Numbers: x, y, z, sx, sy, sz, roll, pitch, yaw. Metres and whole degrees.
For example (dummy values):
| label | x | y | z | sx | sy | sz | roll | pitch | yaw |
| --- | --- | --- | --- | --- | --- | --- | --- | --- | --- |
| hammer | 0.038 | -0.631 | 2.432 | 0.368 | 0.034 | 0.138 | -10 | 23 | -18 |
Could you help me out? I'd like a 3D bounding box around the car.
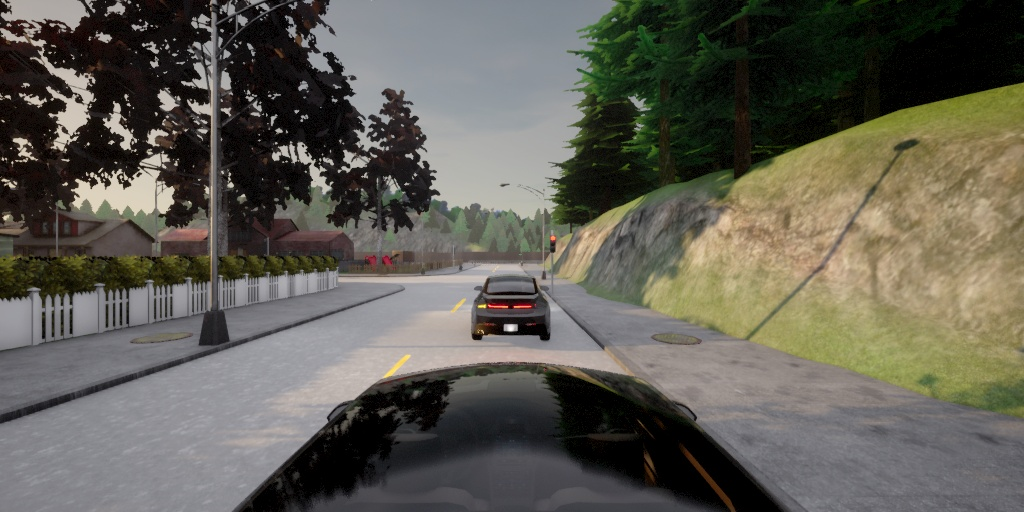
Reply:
| label | x | y | z | sx | sy | sz | roll | pitch | yaw |
| --- | --- | --- | --- | --- | --- | --- | --- | --- | --- |
| car | -0.017 | 1.255 | 9.933 | 1.837 | 1.490 | 4.892 | 0 | 0 | 0 |
